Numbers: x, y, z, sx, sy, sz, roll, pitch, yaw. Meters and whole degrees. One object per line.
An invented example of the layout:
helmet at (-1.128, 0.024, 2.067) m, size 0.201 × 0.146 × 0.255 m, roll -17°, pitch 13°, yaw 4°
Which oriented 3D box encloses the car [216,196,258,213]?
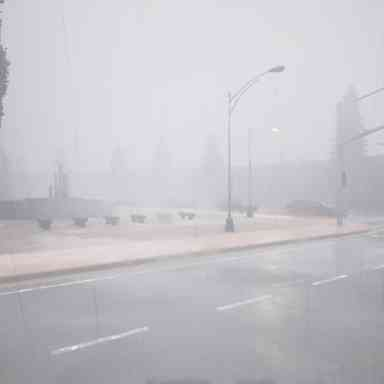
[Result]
car at (5.021, 1.548, 37.884) m, size 2.033 × 1.411 × 5.357 m, roll 0°, pitch 0°, yaw -38°

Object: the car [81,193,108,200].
car at (-18.634, 1.221, 63.955) m, size 5.566 × 2.045 × 2.150 m, roll 0°, pitch 0°, yaw 10°

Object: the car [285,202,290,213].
car at (11.966, 1.507, 34.282) m, size 1.837 × 1.490 × 4.892 m, roll 0°, pitch 0°, yaw -36°

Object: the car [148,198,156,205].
car at (-5.893, 1.562, 59.912) m, size 4.181 × 1.385 × 1.994 m, roll 0°, pitch 0°, yaw 25°

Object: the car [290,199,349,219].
car at (11.342, 1.525, 29.201) m, size 1.812 × 1.442 × 4.674 m, roll 0°, pitch 0°, yaw -35°

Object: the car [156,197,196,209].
car at (-2.136, 1.505, 45.165) m, size 4.892 × 1.490 × 1.837 m, roll 0°, pitch 0°, yaw 38°

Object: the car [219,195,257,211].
car at (5.793, 1.351, 42.243) m, size 2.097 × 1.767 × 4.553 m, roll 0°, pitch 0°, yaw -42°

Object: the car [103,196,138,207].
car at (-10.653, 1.601, 50.498) m, size 4.718 × 1.301 × 1.895 m, roll 0°, pitch 0°, yaw 25°

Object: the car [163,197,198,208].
car at (-1.782, 1.478, 49.258) m, size 5.008 × 1.535 × 1.882 m, roll 0°, pitch 0°, yaw 35°
